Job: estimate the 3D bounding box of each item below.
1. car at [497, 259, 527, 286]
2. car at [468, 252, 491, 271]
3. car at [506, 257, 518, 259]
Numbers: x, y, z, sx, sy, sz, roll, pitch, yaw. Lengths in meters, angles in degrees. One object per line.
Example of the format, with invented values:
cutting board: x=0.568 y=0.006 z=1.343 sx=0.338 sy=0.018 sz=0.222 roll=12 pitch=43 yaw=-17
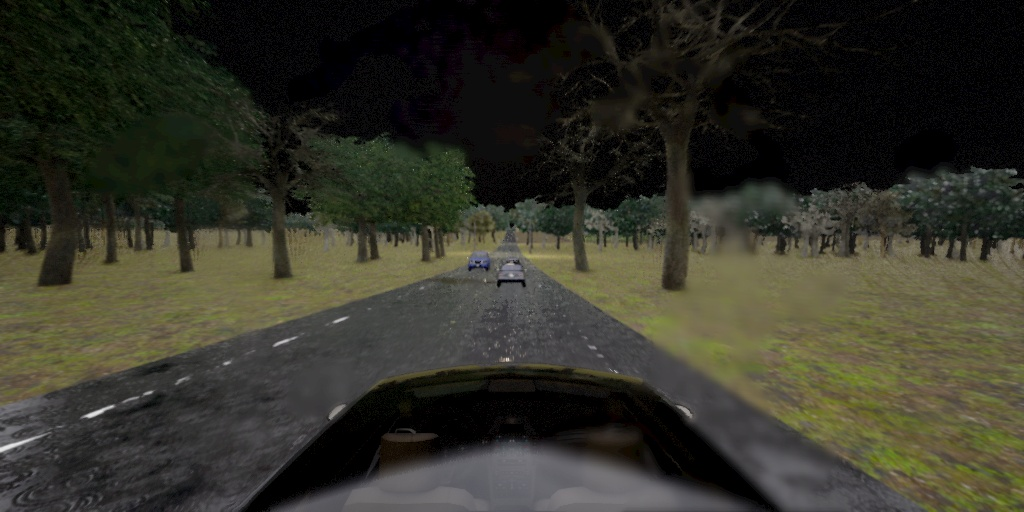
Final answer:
car: x=-0.010 y=1.150 z=23.526 sx=2.033 sy=1.411 sz=5.357 roll=0 pitch=1 yaw=1
car: x=-3.542 y=0.546 z=39.861 sx=2.150 sy=2.045 sz=5.566 roll=0 pitch=1 yaw=0
car: x=0.027 y=0.819 z=40.217 sx=2.128 sy=1.511 sz=4.902 roll=0 pitch=1 yaw=0
